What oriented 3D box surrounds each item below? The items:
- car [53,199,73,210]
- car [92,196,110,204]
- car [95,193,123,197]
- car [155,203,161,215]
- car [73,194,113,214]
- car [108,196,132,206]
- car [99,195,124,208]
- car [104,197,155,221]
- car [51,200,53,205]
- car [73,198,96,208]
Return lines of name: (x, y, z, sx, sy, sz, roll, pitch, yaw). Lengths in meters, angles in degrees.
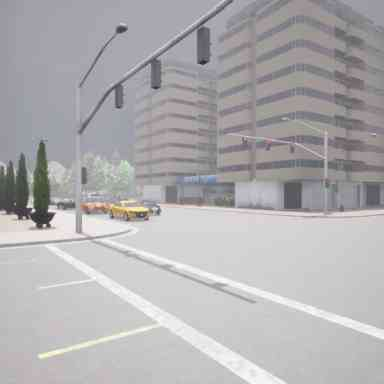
car: (-16.047, 1.601, 42.917, 1.895, 1.301, 4.718, 0, 0, -35)
car: (-17.509, 1.505, 63.759, 1.837, 1.490, 4.892, 0, 0, -34)
car: (-9.987, 1.352, 40.326, 2.097, 1.767, 4.553, 0, 0, -35)
car: (-4.818, 1.491, 32.884, 2.128, 1.511, 4.902, 0, 0, -35)
car: (-10.436, 1.352, 34.836, 2.097, 1.767, 4.553, 0, 0, -35)
car: (-12.199, 1.491, 56.122, 2.128, 1.511, 4.902, 0, 0, -35)
car: (-12.147, 1.352, 49.913, 2.097, 1.767, 4.553, 0, 0, -35)
car: (-5.251, 1.478, 27.373, 1.882, 1.535, 5.008, 0, 0, -35)
car: (-23.250, 1.565, 53.374, 1.994, 1.385, 4.181, 0, 0, -34)
car: (-15.820, 1.601, 48.737, 1.895, 1.301, 4.718, 0, 0, -35)
